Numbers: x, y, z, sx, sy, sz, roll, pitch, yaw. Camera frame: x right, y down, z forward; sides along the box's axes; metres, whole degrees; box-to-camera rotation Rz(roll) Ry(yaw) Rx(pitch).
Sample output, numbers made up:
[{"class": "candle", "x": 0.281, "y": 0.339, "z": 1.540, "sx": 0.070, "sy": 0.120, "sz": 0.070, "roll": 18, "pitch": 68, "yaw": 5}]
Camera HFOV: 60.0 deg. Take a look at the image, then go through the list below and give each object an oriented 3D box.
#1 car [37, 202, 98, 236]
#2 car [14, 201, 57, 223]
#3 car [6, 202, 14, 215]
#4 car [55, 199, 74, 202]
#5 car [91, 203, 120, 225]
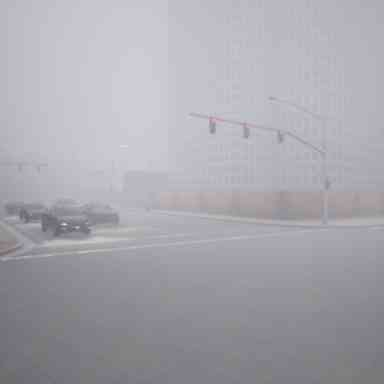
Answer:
[{"class": "car", "x": -7.202, "y": 1.568, "z": 18.943, "sx": 1.837, "sy": 1.490, "sz": 4.892, "roll": 1, "pitch": 0, "yaw": -35}, {"class": "car", "x": -12.748, "y": 1.616, "z": 26.955, "sx": 2.033, "sy": 1.411, "sz": 5.357, "roll": 1, "pitch": 0, "yaw": -35}, {"class": "car", "x": -18.407, "y": 1.675, "z": 35.165, "sx": 1.895, "sy": 1.301, "sz": 4.718, "roll": 1, "pitch": 0, "yaw": -34}, {"class": "car", "x": -12.292, "y": 1.462, "z": 32.463, "sx": 2.097, "sy": 1.767, "sz": 4.553, "roll": 1, "pitch": 0, "yaw": -35}, {"class": "car", "x": -7.013, "y": 1.582, "z": 24.821, "sx": 1.882, "sy": 1.535, "sz": 5.008, "roll": 1, "pitch": 0, "yaw": -35}]
